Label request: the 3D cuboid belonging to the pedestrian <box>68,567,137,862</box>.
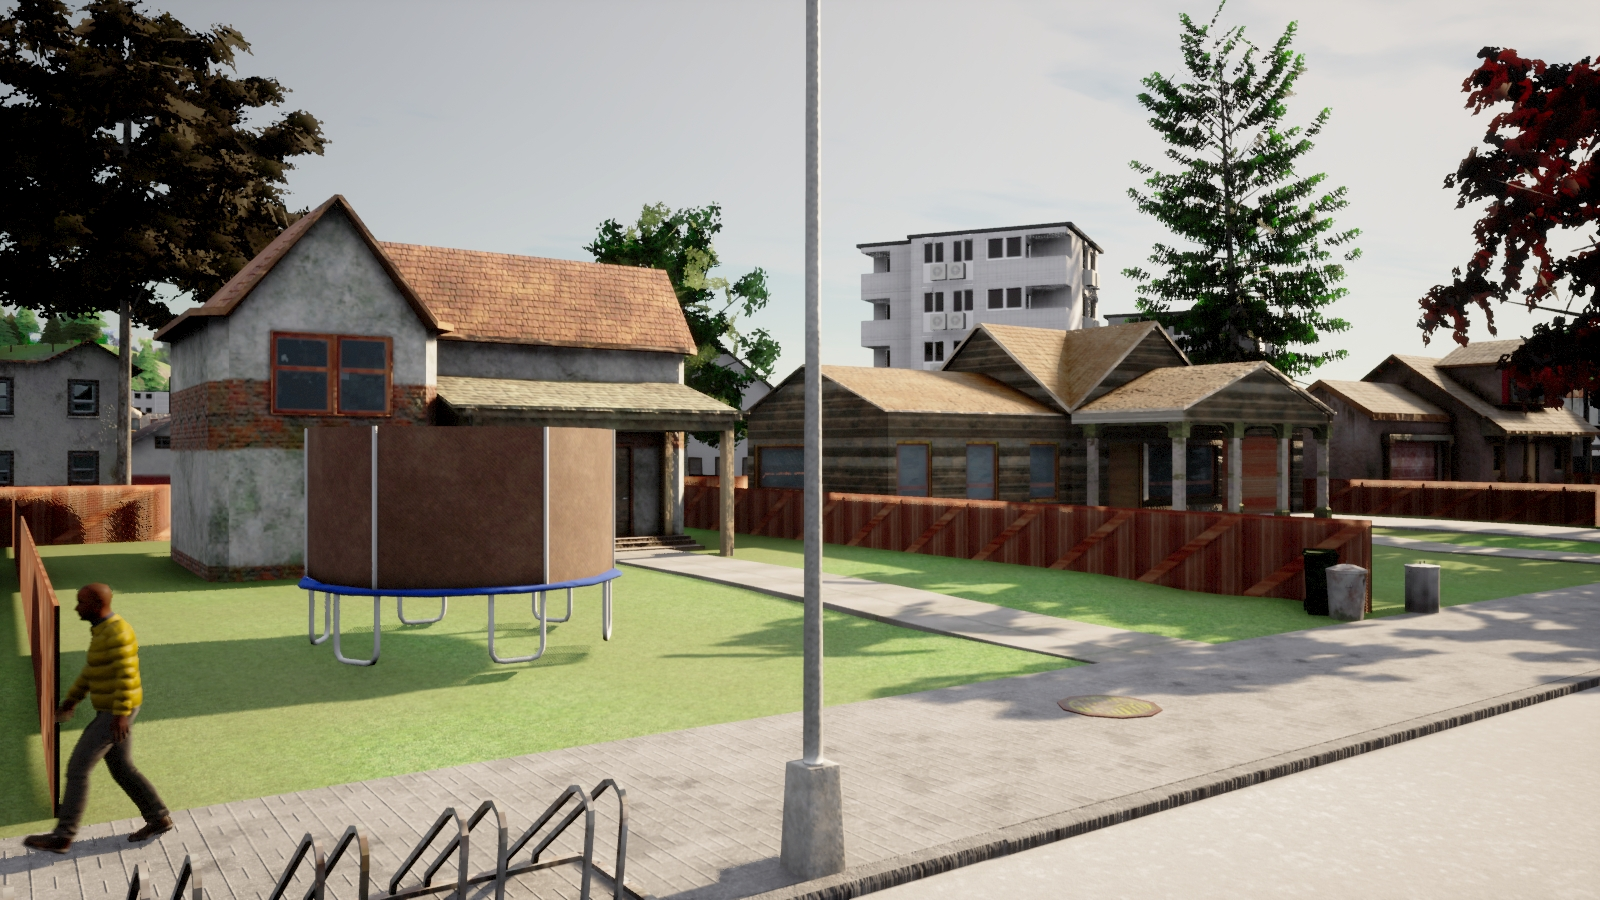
[{"bbox_3d":[-4.686,1.744,7.675,0.375,1.860,0.375,0,0,-35],"label":"pedestrian"}]
